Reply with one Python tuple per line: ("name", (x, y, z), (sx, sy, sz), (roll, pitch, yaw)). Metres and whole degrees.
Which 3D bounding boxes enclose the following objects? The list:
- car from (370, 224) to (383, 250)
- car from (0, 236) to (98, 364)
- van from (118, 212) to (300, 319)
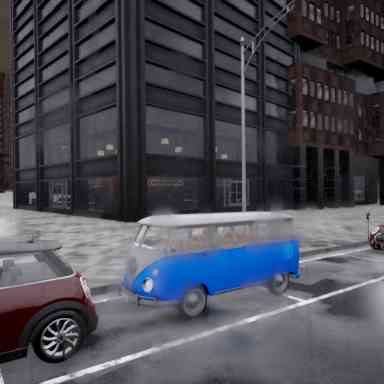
("car", (8.629, 1.433, 12.839), (4.097, 1.590, 1.967), (0, -1, -36))
("car", (-3.440, 1.440, 4.209), (4.097, 1.590, 1.967), (0, -1, -36))
("van", (0.534, 1.339, 7.052), (3.998, 1.788, 1.690), (0, -1, -36))
